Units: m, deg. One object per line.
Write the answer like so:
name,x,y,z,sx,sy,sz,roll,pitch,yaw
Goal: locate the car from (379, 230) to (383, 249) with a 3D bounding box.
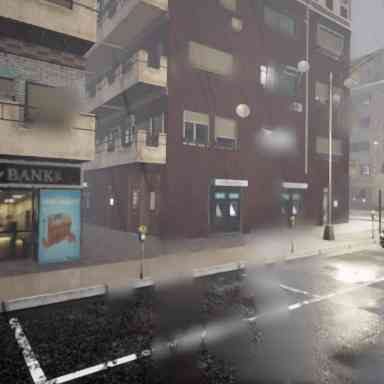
car,9.085,1.550,13.120,4.403,1.369,2.008,0,1,-35
